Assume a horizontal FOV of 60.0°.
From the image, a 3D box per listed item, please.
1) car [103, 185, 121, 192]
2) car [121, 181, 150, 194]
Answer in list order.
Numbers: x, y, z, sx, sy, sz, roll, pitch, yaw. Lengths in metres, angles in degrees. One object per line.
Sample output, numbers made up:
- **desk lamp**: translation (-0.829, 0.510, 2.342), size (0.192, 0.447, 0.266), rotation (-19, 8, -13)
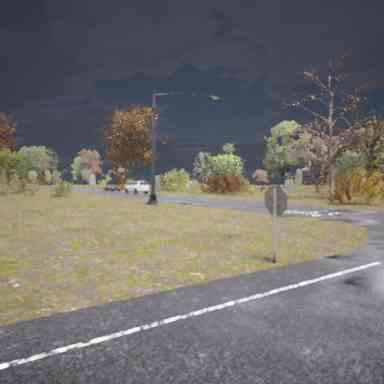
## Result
- **car**: translation (-14.899, -0.664, 61.883), size (1.895, 1.301, 4.718), rotation (0, 2, -36)
- **car**: translation (-8.809, -0.711, 53.409), size (2.150, 2.045, 5.566), rotation (0, 2, -36)
